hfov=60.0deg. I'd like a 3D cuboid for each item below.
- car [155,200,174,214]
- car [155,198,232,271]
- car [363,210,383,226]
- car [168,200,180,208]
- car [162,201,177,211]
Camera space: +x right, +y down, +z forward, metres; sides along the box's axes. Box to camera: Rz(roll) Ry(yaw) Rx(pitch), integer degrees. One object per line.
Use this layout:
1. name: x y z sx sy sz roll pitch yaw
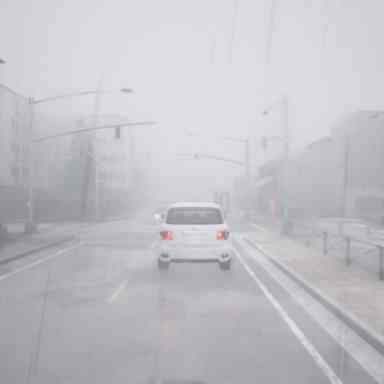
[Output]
1. car: -3.636 1.916 44.281 2.097 1.767 4.553 0 -1 0
2. car: 0.071 1.370 11.595 2.150 2.045 5.566 0 -1 0
3. car: 16.691 2.095 27.925 4.181 1.385 1.994 0 -1 0
4. car: -3.570 2.378 65.295 2.033 1.411 5.357 0 -1 0
5. car: -3.630 2.187 54.660 2.128 1.511 4.902 0 -1 0
